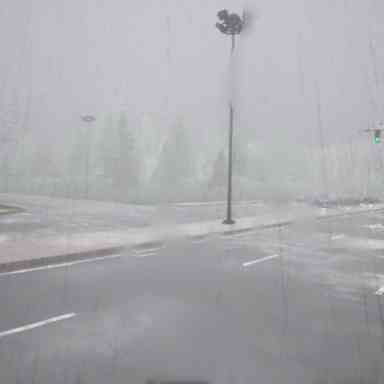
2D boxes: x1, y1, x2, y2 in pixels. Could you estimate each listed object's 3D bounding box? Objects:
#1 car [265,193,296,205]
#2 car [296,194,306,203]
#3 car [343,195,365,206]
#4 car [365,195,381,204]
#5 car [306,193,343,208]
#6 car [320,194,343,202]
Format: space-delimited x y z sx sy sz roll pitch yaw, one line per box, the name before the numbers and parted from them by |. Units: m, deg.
car | 12.151 0.960 46.781 1.882 1.535 5.008 2 1 44
car | 18.450 1.058 53.432 2.033 1.411 5.357 2 1 45
car | 22.675 1.174 47.765 1.882 1.535 5.008 2 1 44
car | 29.878 1.277 55.294 2.033 1.411 5.357 2 1 44
car | 16.430 1.021 41.132 2.097 1.767 4.553 2 1 43
car | 25.622 1.090 60.965 2.033 1.411 5.357 2 1 43
